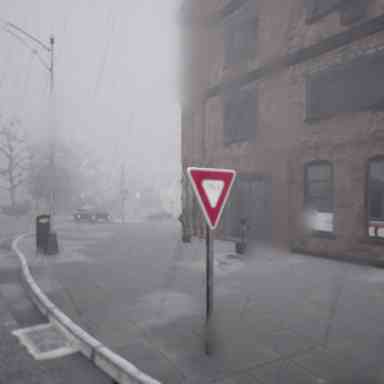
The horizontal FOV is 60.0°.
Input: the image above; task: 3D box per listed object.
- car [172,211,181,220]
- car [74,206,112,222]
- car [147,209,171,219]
[{"bbox_3d":[-0.353,2.863,40.791,2.002,1.452,4.674,2,-3,22],"label":"car"},{"bbox_3d":[-9.823,2.194,33.320,1.837,1.490,4.892,0,-4,17],"label":"car"},{"bbox_3d":[-4.539,3.164,47.738,2.033,1.411,5.357,0,-3,22],"label":"car"}]
